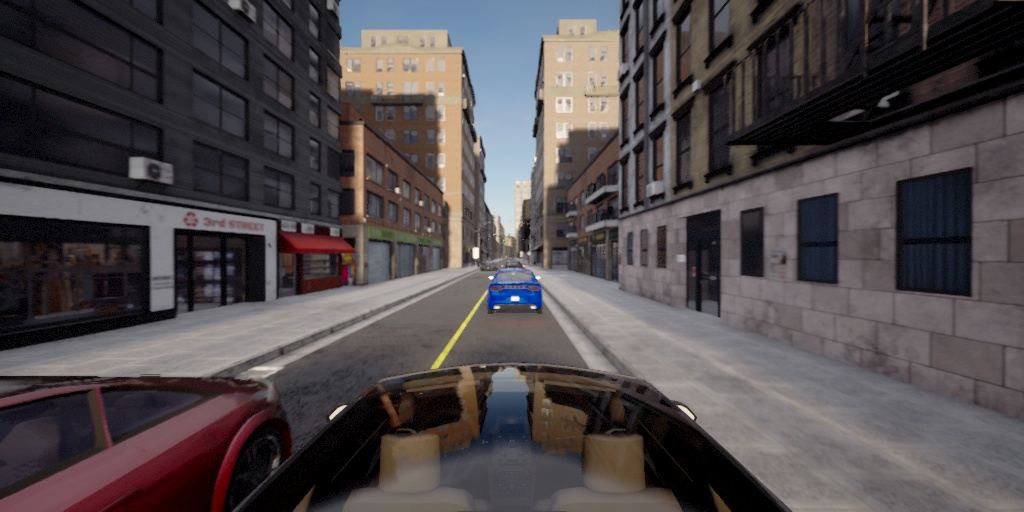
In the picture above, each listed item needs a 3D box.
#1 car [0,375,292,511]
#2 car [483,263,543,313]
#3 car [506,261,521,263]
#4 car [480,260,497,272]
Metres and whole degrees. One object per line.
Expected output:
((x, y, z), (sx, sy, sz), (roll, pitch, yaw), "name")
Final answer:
((-2.850, 1.315, 1.310), (1.994, 1.385, 4.181), (0, 0, 0), "car")
((0.101, 1.200, 13.858), (1.882, 1.535, 5.008), (0, 0, 0), "car")
((0.105, 1.183, 31.779), (1.837, 1.490, 4.892), (0, 0, 0), "car")
((-2.826, 1.213, 44.363), (1.994, 1.385, 4.181), (0, 0, 0), "car")
